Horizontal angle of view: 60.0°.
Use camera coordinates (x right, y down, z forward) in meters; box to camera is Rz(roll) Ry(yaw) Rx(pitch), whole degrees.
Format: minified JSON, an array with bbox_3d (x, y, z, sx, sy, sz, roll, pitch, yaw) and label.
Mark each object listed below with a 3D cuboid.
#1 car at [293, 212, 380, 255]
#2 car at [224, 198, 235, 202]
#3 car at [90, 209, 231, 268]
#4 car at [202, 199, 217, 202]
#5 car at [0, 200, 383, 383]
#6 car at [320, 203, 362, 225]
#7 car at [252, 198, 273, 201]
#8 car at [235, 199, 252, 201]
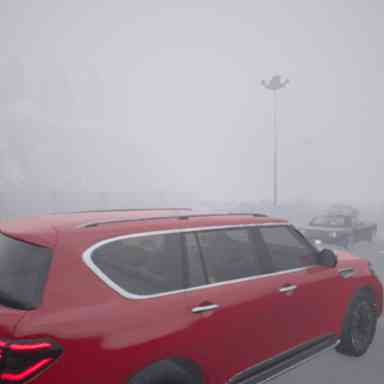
[{"bbox_3d":[6.426,1.641,14.463,1.895,1.301,4.718,0,0,44],"label":"car"},{"bbox_3d":[6.393,1.706,54.956,1.812,1.442,4.674,0,0,16],"label":"car"},{"bbox_3d":[-0.970,1.523,12.329,5.008,1.535,1.882,0,0,-40],"label":"car"},{"bbox_3d":[2.671,1.786,54.630,1.895,1.301,4.718,0,0,18],"label":"car"},{"bbox_3d":[0.296,1.237,4.289,5.566,2.045,2.150,0,0,-38],"label":"car"},{"bbox_3d":[11.860,1.620,26.325,2.033,1.411,5.357,0,0,35],"label":"car"},{"bbox_3d":[10.065,1.631,44.839,2.128,1.511,4.902,0,0,23],"label":"car"},{"bbox_3d":[8.178,1.759,49.270,1.895,1.301,4.718,0,0,20],"label":"car"}]
